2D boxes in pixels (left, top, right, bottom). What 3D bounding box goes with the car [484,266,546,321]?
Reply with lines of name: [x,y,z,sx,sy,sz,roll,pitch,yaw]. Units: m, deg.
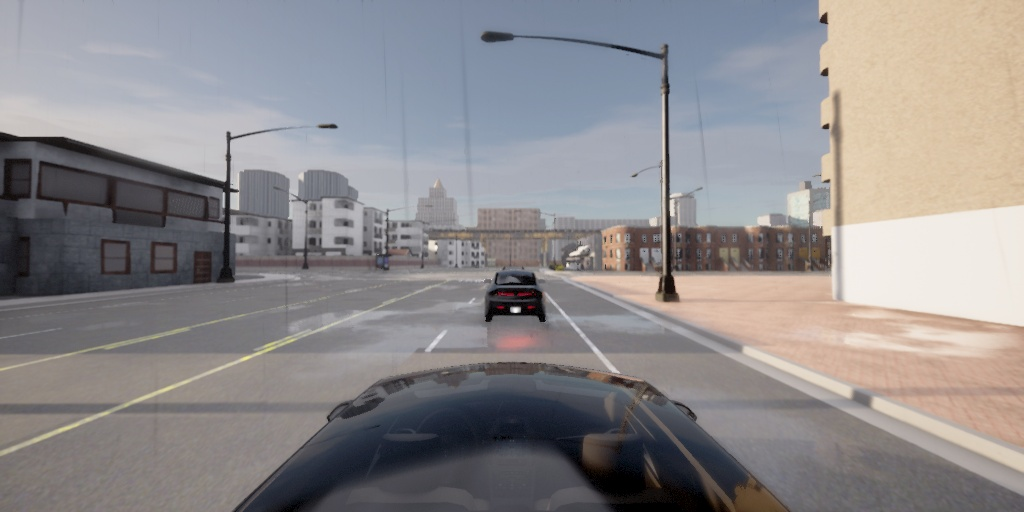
car: [0.102,1.226,12.356,1.837,1.490,4.892,0,0,0]
